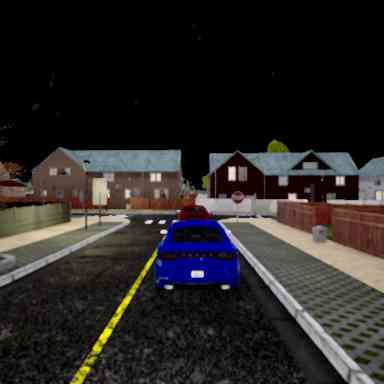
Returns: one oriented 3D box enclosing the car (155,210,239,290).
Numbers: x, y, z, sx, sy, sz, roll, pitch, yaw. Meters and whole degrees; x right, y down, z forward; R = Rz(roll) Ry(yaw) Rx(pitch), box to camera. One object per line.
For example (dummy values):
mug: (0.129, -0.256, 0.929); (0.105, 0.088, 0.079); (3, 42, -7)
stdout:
car: (0.112, 1.503, 9.183); (1.882, 1.535, 5.008); (0, 0, 0)

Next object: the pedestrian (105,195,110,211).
pedestrian: (-9.301, 1.154, 36.274); (0.375, 1.860, 0.375); (0, -1, 1)

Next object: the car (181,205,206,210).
car: (0.096, 1.535, 20.490); (1.882, 1.535, 5.008); (0, 0, -1)
